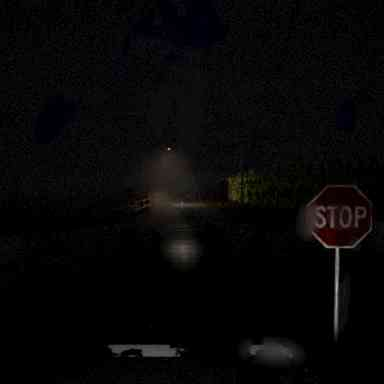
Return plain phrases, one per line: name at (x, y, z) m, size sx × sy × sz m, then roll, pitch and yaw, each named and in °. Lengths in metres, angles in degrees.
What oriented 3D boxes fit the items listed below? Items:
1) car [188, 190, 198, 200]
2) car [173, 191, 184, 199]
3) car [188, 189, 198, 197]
car at (0.147, 0.670, 60.755) m, size 1.837 × 1.490 × 4.892 m, roll 0°, pitch 2°, yaw 0°
car at (-2.593, 0.526, 65.349) m, size 1.837 × 1.490 × 4.892 m, roll 0°, pitch 2°, yaw 0°
car at (0.172, 0.185, 71.160) m, size 2.033 × 1.411 × 5.357 m, roll 0°, pitch 2°, yaw 0°
